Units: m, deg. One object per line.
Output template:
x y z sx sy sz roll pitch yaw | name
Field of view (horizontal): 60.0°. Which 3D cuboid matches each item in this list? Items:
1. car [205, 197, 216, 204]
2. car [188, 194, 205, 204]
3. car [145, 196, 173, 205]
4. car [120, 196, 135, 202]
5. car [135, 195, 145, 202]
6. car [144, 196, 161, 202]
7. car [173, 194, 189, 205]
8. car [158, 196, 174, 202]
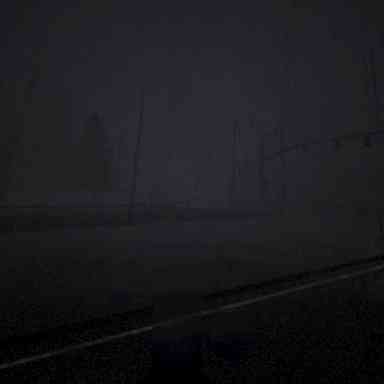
2.523 1.659 66.859 2.033 1.411 5.357 0 0 -35 | car
-0.479 1.325 65.022 2.150 2.045 5.566 0 0 -34 | car
-6.002 1.576 60.636 2.128 1.511 4.902 0 0 -34 | car
-14.864 1.572 73.491 1.994 1.385 4.181 0 0 -35 | car
-11.982 1.510 75.477 1.882 1.535 5.008 0 0 -35 | car
-9.314 1.529 77.771 1.895 1.301 4.718 0 0 -35 | car
-3.073 1.620 62.579 1.812 1.442 4.674 0 0 -34 | car
-6.263 1.590 79.514 1.994 1.385 4.181 0 0 -35 | car
